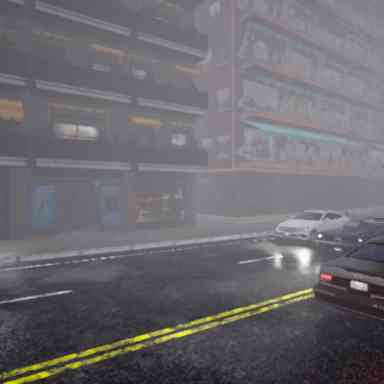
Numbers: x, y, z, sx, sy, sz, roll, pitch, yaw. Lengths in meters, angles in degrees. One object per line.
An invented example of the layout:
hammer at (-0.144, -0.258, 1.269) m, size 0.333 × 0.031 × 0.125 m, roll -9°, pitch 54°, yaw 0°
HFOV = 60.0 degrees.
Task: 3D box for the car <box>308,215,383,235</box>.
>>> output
car at (6.752, 1.660, 12.666) m, size 4.718 × 1.301 × 1.895 m, roll 0°, pitch 0°, yaw -37°

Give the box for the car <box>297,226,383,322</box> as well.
car at (4.740, 1.583, 6.898) m, size 5.357 × 1.411 × 2.033 m, roll 0°, pitch 0°, yaw -36°

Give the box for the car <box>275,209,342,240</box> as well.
car at (6.083, 1.594, 16.224) m, size 4.674 × 1.442 × 1.812 m, roll 0°, pitch 0°, yaw -37°
